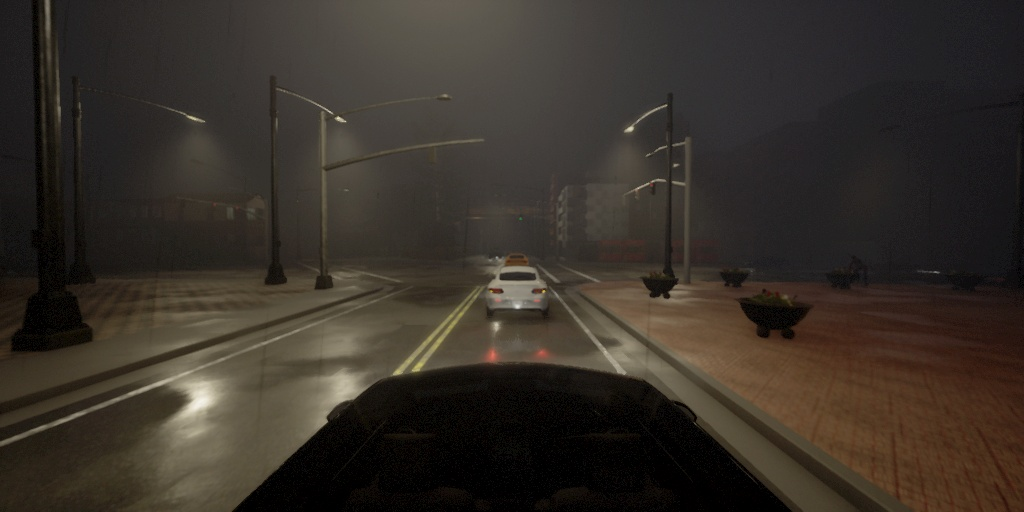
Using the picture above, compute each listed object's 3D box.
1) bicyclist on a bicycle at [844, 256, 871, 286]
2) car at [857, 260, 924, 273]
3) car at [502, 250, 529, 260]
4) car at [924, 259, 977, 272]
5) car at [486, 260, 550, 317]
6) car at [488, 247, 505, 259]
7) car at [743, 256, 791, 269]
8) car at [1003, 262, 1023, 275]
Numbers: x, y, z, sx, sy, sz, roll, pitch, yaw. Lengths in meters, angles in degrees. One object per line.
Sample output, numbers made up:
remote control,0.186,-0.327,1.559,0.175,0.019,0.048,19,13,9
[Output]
bicyclist on a bicycle,18.686,0.805,19.488,0.582,1.620,1.656,1,1,0
car,37.534,0.997,35.894,4.718,1.301,1.895,1,1,0
car,0.402,0.552,29.959,1.882,1.535,5.008,0,1,1
car,47.951,1.068,39.281,4.181,1.385,1.994,1,1,0
car,0.186,1.026,11.737,1.812,1.442,4.674,0,1,1
car,-2.858,-0.546,62.383,2.150,2.045,5.566,0,1,1
car,28.058,0.678,39.432,4.674,1.442,1.812,1,1,0
car,42.845,1.139,28.751,5.008,1.535,1.882,1,1,1
